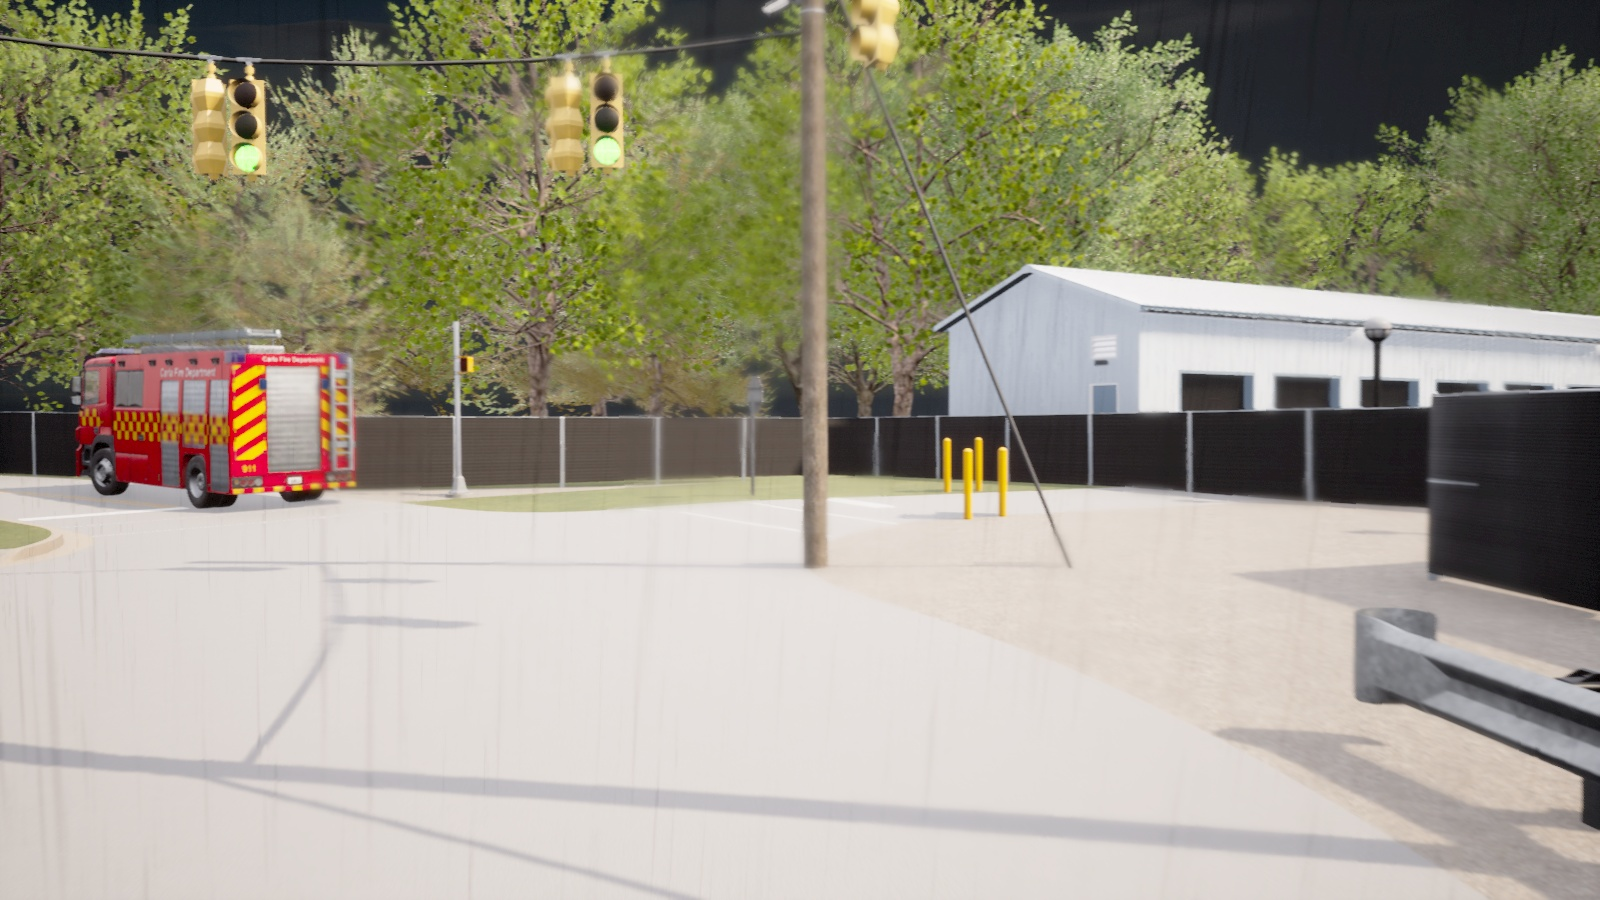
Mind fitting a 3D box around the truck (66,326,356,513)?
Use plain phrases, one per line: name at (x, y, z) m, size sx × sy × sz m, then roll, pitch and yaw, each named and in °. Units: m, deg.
truck at (-14.036, -0.810, 29.547) m, size 8.468 × 3.827 × 2.891 m, roll 3°, pitch 4°, yaw 41°
